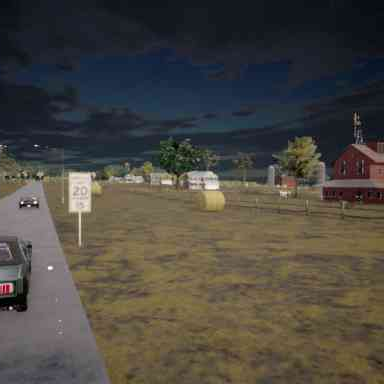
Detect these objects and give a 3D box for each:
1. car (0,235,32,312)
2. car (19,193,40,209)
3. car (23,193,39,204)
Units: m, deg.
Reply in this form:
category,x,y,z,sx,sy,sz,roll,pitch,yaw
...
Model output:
category,x,y,z,sx,sy,sz,roll,pitch,yaw
car,-4.507,1.592,7.191,1.895,1.301,4.718,0,0,-24
car,-17.321,1.056,35.509,1.895,1.301,4.718,0,1,-24
car,-21.499,0.815,44.561,1.895,1.301,4.718,0,1,-24
